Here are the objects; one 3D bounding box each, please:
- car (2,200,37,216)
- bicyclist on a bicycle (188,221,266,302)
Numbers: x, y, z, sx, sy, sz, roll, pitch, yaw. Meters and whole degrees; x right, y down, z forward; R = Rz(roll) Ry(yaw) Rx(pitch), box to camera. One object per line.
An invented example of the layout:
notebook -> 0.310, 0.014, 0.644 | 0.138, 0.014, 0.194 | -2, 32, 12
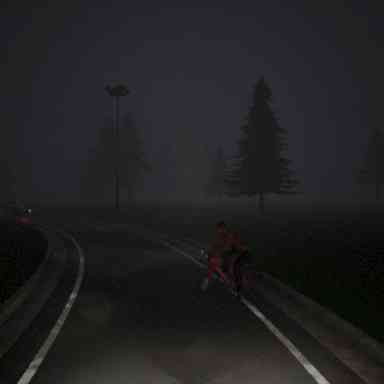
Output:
car -> -16.636, 1.496, 32.228 | 4.674, 1.442, 1.812 | 0, 0, 43
bicyclist on a bicycle -> 0.728, 1.415, 6.759 | 1.656, 1.620, 0.582 | 0, 0, -11
